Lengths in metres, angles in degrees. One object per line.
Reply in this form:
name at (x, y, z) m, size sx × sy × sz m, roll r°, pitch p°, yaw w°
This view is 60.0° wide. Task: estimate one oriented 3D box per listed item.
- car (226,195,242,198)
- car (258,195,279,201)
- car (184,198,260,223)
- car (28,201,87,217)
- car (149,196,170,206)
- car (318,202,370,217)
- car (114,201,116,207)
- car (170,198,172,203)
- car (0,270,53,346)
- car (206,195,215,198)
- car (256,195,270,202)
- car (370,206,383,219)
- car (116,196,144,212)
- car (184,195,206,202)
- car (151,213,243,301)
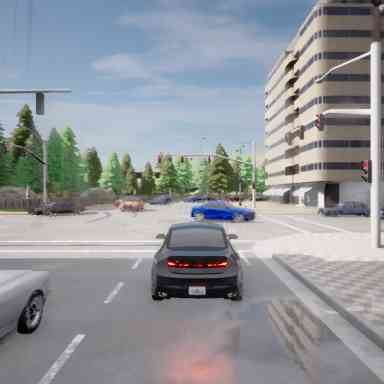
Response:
car at (9.753, 1.478, 75.037) m, size 5.008 × 1.535 × 1.882 m, roll 0°, pitch 0°, yaw -41°
car at (18.554, 1.500, 80.548) m, size 4.892 × 1.490 × 1.837 m, roll 0°, pitch 0°, yaw -22°
car at (2.273, 1.487, 25.209) m, size 5.008 × 1.535 × 1.882 m, roll 0°, pitch 1°, yaw 24°
car at (-13.029, 1.598, 32.604) m, size 2.033 × 1.411 × 5.357 m, roll 0°, pitch 0°, yaw 41°
car at (-5.680, 1.564, 55.520) m, size 1.994 × 1.385 × 4.181 m, roll 0°, pitch 0°, yaw 14°
car at (14.619, 1.603, 30.987) m, size 5.357 × 1.411 × 2.033 m, roll 0°, pitch 0°, yaw 0°
car at (-9.975, 1.353, 49.605) m, size 2.097 × 1.767 × 4.553 m, roll 0°, pitch 0°, yaw 6°
car at (-5.880, 1.478, 65.917) m, size 1.882 × 1.535 × 5.008 m, roll 0°, pitch 0°, yaw 26°
car at (-3.424, 1.601, 3.805) m, size 1.895 × 1.301 × 4.718 m, roll 0°, pitch 0°, yaw 0°
car at (3.402, 1.491, 78.725) m, size 4.892 × 1.490 × 1.837 m, roll 0°, pitch 0°, yaw -44°
car at (15.227, 1.595, 74.763) m, size 4.718 × 1.301 × 1.895 m, roll 0°, pitch 0°, yaw -33°
car at (17.713, 1.581, 27.475) m, size 4.674 × 1.442 × 1.812 m, roll 0°, pitch 0°, yaw 0°
car at (-6.929, 1.351, 38.364) m, size 2.097 × 1.767 × 4.553 m, roll 0°, pitch 0°, yaw 1°
car at (0.160, 1.478, 69.567) m, size 1.882 × 1.535 × 5.008 m, roll 0°, pitch 0°, yaw 34°
car at (0.121, 1.505, 8.324) m, size 1.837 × 1.490 × 4.892 m, roll 0°, pitch 0°, yaw 1°
